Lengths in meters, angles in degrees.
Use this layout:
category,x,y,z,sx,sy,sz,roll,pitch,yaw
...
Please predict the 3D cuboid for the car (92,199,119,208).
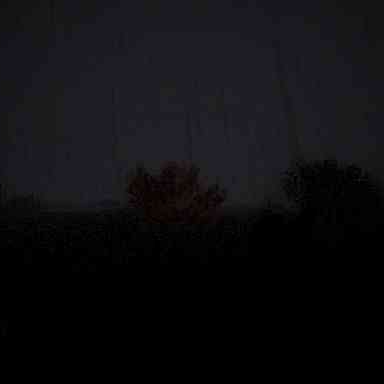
category,x,y,z,sx,sy,sz,roll,pitch,yaw
car,-14.348,1.900,55.467,1.837,1.490,4.892,-1,-1,36
